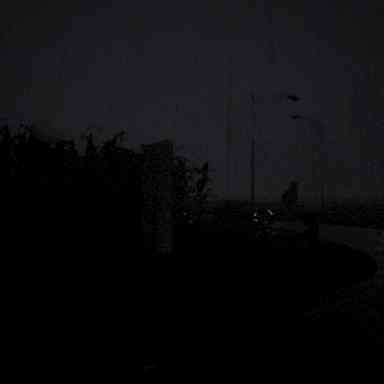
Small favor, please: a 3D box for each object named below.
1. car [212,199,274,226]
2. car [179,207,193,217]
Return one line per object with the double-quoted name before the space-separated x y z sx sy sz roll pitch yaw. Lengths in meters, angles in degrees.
"car" 3.475 1.340 23.078 2.097 1.767 4.553 0 0 -36
"car" -2.101 1.504 30.849 2.033 1.411 5.357 0 0 -36
